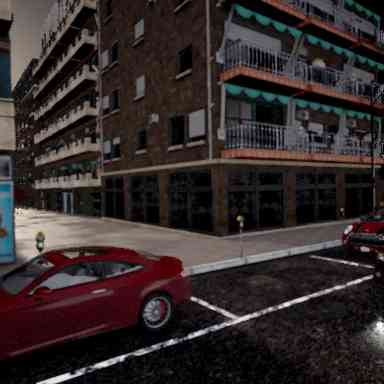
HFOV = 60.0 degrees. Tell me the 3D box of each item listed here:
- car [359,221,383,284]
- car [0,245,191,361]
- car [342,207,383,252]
[{"bbox_3d":[5.986,1.413,7.636,4.181,1.385,1.994,-1,1,-35],"label":"car"},{"bbox_3d":[-1.955,1.560,5.175,4.206,1.307,1.802,-1,0,-35],"label":"car"},{"bbox_3d":[7.037,1.238,11.586,4.097,1.590,1.967,-1,0,-35],"label":"car"}]
